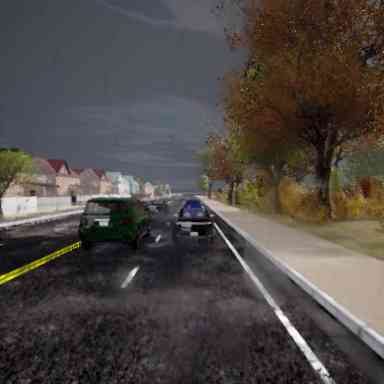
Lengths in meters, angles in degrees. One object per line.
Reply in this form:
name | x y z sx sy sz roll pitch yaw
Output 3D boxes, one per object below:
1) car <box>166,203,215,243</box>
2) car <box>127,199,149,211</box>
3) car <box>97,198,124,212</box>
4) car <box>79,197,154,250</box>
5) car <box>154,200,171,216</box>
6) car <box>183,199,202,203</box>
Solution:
car | 0.084 1.492 16.025 2.128 1.511 4.902 0 0 0
car | -6.627 1.578 41.043 1.994 1.385 4.181 0 0 0
car | -9.879 1.507 40.862 2.128 1.511 4.902 0 0 0
car | -3.162 1.226 14.574 2.150 2.045 5.566 0 0 0
car | -3.183 1.500 32.663 2.128 1.511 4.902 0 0 0
car | 0.066 1.485 34.405 1.882 1.535 5.008 0 0 0
